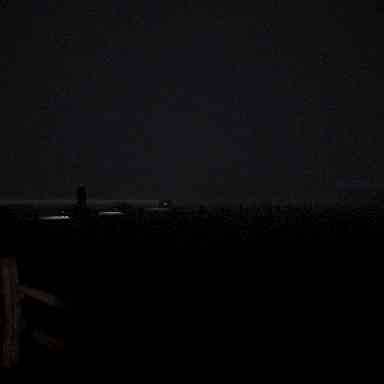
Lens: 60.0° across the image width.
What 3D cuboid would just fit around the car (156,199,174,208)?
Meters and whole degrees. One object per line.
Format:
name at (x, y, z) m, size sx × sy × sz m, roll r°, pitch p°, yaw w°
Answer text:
car at (-5.146, 2.208, 63.773) m, size 2.097 × 1.767 × 4.553 m, roll -1°, pitch -1°, yaw 18°

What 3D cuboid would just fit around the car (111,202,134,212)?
car at (-10.044, 2.162, 48.233) m, size 1.994 × 1.385 × 4.181 m, roll -1°, pitch -1°, yaw 17°

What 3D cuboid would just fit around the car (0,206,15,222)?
car at (-16.198, 1.787, 26.263) m, size 1.812 × 1.442 × 4.674 m, roll -1°, pitch -1°, yaw 17°

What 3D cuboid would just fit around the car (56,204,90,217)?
car at (-13.190, 1.987, 37.136) m, size 1.994 × 1.385 × 4.181 m, roll -1°, pitch -1°, yaw 15°
